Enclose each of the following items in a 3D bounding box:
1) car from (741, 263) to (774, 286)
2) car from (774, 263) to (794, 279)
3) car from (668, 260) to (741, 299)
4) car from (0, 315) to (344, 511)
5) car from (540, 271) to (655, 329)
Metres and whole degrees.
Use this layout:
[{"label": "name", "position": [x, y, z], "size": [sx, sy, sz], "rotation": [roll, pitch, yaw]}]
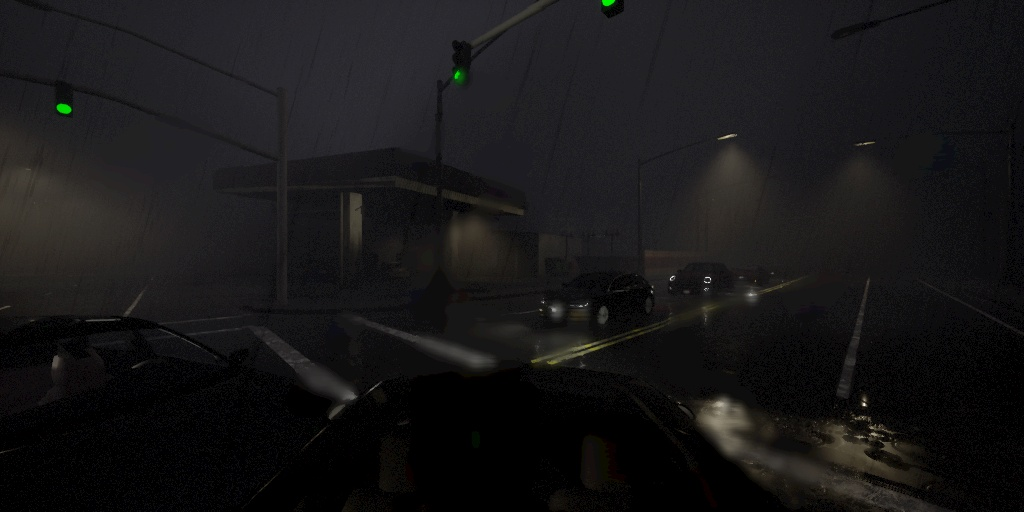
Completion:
[{"label": "car", "position": [16.722, 1.314, 25.265], "size": [1.994, 1.385, 4.181], "rotation": [0, 0, 44]}, {"label": "car", "position": [23.877, 1.314, 32.297], "size": [4.181, 1.385, 1.994], "rotation": [0, 0, -44]}, {"label": "car", "position": [9.775, 1.102, 18.375], "size": [4.553, 1.767, 2.097], "rotation": [0, 0, -45]}, {"label": "car", "position": [-3.413, 1.242, 2.551], "size": [4.902, 1.511, 2.128], "rotation": [0, 0, 15]}, {"label": "car", "position": [2.916, 1.255, 11.550], "size": [1.837, 1.490, 4.892], "rotation": [0, 0, 45]}]
